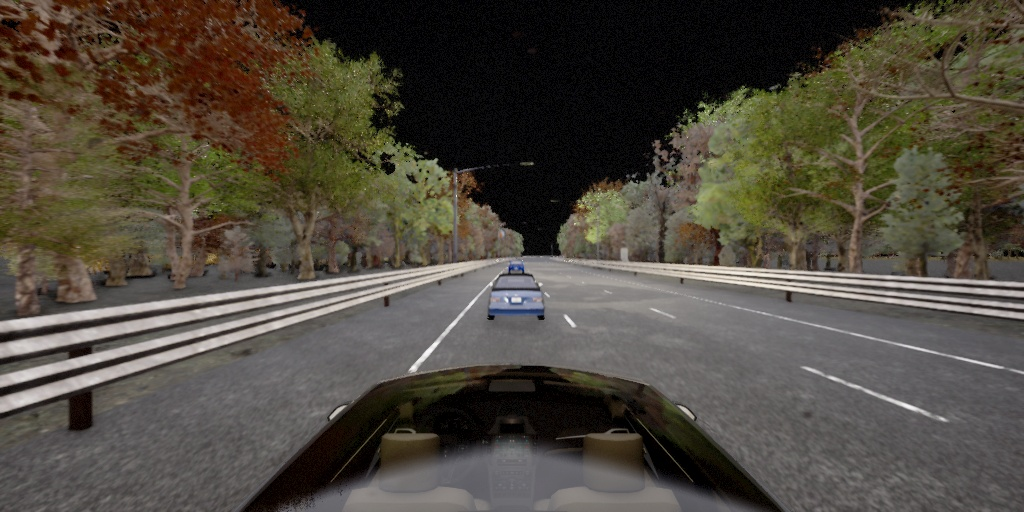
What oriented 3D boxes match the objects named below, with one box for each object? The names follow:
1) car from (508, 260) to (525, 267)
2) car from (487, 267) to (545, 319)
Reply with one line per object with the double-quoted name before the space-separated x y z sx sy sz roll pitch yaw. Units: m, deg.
"car" 0.525 1.251 43.222 1.882 1.535 5.008 0 0 1
"car" 0.136 1.304 12.768 2.033 1.411 5.357 0 0 0
